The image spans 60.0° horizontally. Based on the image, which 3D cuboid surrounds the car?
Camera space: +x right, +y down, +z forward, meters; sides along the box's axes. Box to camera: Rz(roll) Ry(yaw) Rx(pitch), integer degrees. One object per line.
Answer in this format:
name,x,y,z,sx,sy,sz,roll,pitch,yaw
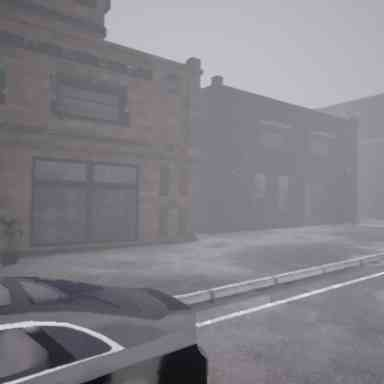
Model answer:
car,-2.125,1.479,2.179,4.902,1.511,2.128,0,0,-35
